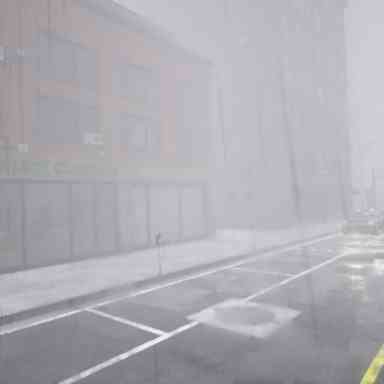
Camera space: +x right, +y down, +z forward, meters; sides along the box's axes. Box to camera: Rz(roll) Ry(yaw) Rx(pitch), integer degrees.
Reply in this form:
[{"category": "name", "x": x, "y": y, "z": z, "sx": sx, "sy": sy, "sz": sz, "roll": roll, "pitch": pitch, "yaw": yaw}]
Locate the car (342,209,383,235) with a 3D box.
[{"category": "car", "x": 11.069, "y": 1.854, "z": 21.302, "sx": 1.967, "sy": 1.590, "sz": 4.097, "roll": -4, "pitch": -3, "yaw": 40}]
